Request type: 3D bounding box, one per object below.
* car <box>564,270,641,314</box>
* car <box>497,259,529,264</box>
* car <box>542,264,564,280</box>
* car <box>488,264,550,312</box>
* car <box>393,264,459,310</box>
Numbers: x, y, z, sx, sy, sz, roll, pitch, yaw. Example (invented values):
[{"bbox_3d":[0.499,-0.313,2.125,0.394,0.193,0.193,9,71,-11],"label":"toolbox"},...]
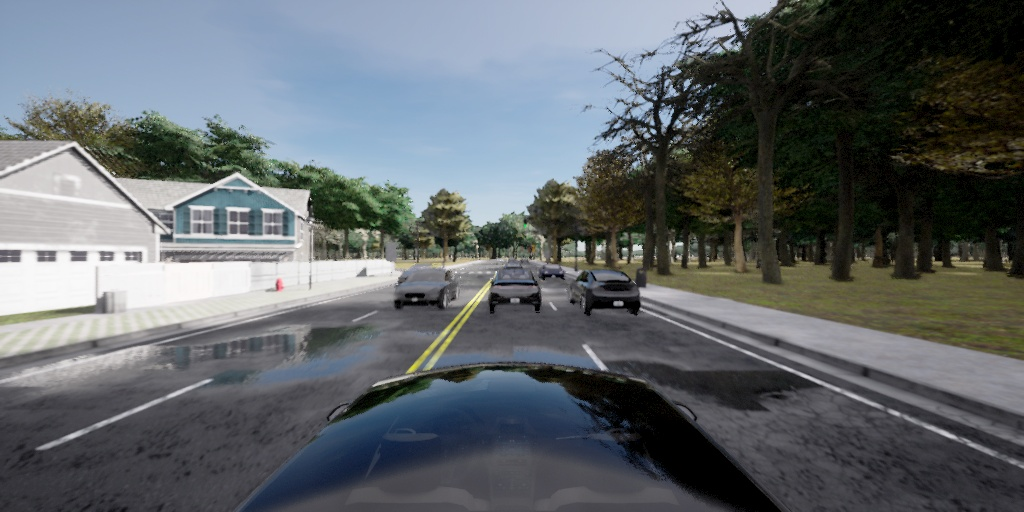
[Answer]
[{"bbox_3d":[3.351,1.259,13.685,1.837,1.490,4.892,0,0,0],"label":"car"},{"bbox_3d":[0.099,1.251,30.461,2.128,1.511,4.902,0,0,0],"label":"car"},{"bbox_3d":[3.347,1.360,30.932,1.895,1.301,4.718,0,0,0],"label":"car"},{"bbox_3d":[0.100,1.246,14.125,2.128,1.511,4.902,0,0,0],"label":"car"},{"bbox_3d":[-3.351,1.261,14.760,1.837,1.490,4.892,0,0,0],"label":"car"}]
